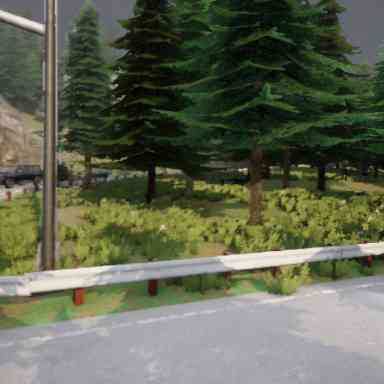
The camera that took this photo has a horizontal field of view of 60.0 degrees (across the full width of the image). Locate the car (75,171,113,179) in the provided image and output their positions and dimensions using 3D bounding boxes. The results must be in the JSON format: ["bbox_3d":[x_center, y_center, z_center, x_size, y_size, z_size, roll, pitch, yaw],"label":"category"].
[{"bbox_3d":[-11.688,-2.266,39.662,2.097,1.767,4.553,2,6,34],"label":"car"}]

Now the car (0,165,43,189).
[{"bbox_3d":[-16.090,-1.475,30.593,2.150,2.045,5.566,2,6,18],"label":"car"}]
